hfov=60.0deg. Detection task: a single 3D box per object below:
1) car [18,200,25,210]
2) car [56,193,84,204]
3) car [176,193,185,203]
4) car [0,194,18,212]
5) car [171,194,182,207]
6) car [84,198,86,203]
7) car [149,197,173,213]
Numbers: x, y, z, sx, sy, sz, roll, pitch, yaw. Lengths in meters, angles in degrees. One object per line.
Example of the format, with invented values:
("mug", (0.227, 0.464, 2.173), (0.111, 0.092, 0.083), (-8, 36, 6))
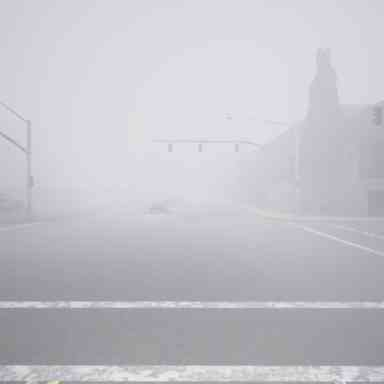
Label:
("car", (-21.319, 1.151, 37.906), (3.866, 1.878, 1.905), (0, 0, 0))
("car", (-21.298, 1.148, 57.530), (3.866, 1.878, 1.905), (0, 0, 0))
("car", (-2.628, 1.266, 69.223), (2.150, 2.045, 5.566), (0, 0, 2))
("car", (-21.382, 1.149, 35.012), (4.605, 1.855, 1.932), (0, 0, 0))
("car", (-3.214, 1.485, 51.980), (2.128, 1.511, 4.902), (0, 0, 2))
("car", (-21.279, 1.387, 60.425), (3.806, 1.475, 1.970), (0, 0, 0))
("car", (-3.609, 1.596, 37.274), (1.895, 1.301, 4.718), (0, 0, 1))
